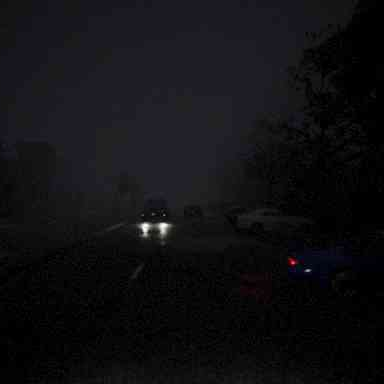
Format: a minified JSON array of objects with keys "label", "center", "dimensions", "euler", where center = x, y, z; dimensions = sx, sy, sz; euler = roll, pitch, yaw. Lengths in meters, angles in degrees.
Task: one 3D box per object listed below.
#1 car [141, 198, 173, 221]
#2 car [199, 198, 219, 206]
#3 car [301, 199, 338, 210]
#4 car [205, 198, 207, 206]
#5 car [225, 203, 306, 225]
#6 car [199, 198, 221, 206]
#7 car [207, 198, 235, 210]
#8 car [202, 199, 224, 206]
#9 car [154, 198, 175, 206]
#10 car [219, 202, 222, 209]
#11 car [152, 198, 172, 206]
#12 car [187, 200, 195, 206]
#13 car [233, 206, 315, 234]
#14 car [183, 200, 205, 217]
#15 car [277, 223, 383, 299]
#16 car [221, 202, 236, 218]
[{"label":"car","center":[-3.265,1.578,30.880],"dimensions":[2.150,2.045,5.566],"euler":[0,-1,0]},{"label":"car","center":[4.707,2.847,94.875],"dimensions":[5.566,2.045,2.435],"euler":[0,-2,-1]},{"label":"car","center":[16.028,1.713,42.527],"dimensions":[4.892,1.490,1.837],"euler":[0,-4,-1]},{"label":"car","center":[5.052,2.177,57.452],"dimensions":[4.674,1.452,2.002],"euler":[0,-1,0]},{"label":"car","center":[5.095,1.747,23.399],"dimensions":[5.008,1.535,2.097],"euler":[0,-1,0]},{"label":"car","center":[4.779,2.625,89.418],"dimensions":[5.566,2.045,2.435],"euler":[0,-2,-1]},{"label":"car","center":[5.124,1.973,54.284],"dimensions":[4.553,1.767,2.185],"euler":[0,-1,0]},{"label":"car","center":[5.064,2.593,81.037],"dimensions":[5.366,1.575,1.946],"euler":[0,-2,0]},{"label":"car","center":[-7.453,2.682,90.933],"dimensions":[5.566,2.045,2.435],"euler":[0,-2,-1]},{"label":"car","center":[5.087,1.862,29.948],"dimensions":[4.674,1.452,2.002],"euler":[0,-1,0]},{"label":"car","center":[-7.364,2.487,81.705],"dimensions":[4.553,1.767,2.185],"euler":[0,-2,-1]},{"label":"car","center":[-0.275,2.861,87.819],"dimensions":[2.128,1.511,4.902],"euler":[0,-2,-1]},{"label":"car","center":[5.086,1.752,20.250],"dimensions":[4.674,1.452,2.002],"euler":[0,-1,0]},{"label":"car","center":[0.100,1.881,36.061],"dimensions":[1.882,1.535,5.008],"euler":[-1,0,0]},{"label":"car","center":[4.845,1.636,7.792],"dimensions":[5.357,1.411,2.033],"euler":[0,-1,13]},{"label":"car","center":[5.084,1.786,26.672],"dimensions":[4.892,1.521,2.231],"euler":[0,-1,0]}]
